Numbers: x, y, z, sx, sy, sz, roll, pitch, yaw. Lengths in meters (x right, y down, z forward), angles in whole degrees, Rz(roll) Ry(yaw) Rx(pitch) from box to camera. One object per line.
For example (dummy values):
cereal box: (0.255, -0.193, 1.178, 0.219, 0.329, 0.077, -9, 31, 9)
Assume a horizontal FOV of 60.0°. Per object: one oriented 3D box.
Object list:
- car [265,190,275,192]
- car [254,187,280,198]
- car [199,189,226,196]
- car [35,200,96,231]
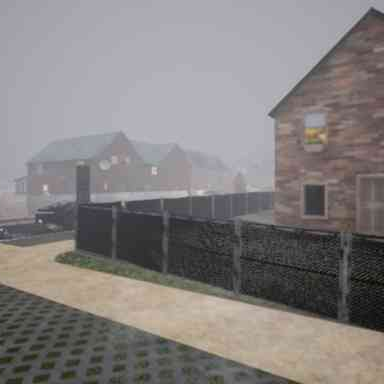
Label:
car: (10.641, 0.469, 43.331, 1.837, 1.490, 4.892, 0, 1, 34)
car: (11.099, 0.093, 49.083, 2.128, 1.511, 4.902, 0, 1, 34)
car: (2.163, 0.564, 35.771, 2.097, 1.767, 4.553, 0, 1, 34)
car: (-6.062, 1.162, 18.225, 2.128, 1.511, 4.902, 0, 1, 34)
